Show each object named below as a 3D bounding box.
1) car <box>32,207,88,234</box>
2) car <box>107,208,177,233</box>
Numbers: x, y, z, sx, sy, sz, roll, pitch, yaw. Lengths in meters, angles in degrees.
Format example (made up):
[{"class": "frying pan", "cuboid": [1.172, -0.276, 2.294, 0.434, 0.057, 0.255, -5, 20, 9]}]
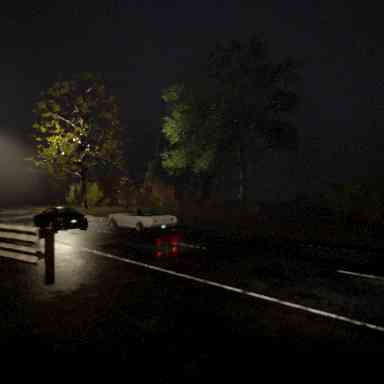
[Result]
[{"class": "car", "cuboid": [-7.815, 1.560, 19.537, 1.994, 1.385, 4.181, 0, 0, -44]}, {"class": "car", "cuboid": [-3.082, 1.590, 19.641, 1.895, 1.301, 4.718, 0, 0, -44]}]
